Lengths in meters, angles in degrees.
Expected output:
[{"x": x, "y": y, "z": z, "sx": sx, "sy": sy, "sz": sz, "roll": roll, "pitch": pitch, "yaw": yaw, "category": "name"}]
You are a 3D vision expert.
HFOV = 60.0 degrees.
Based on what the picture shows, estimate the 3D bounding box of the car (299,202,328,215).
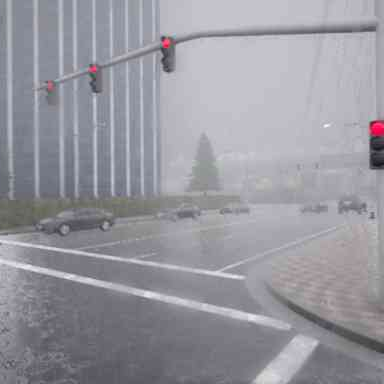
[{"x": 13.176, "y": 1.708, "z": 35.776, "sx": 1.895, "sy": 1.301, "sz": 4.718, "roll": -1, "pitch": 0, "yaw": 36, "category": "car"}]

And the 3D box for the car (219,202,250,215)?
[{"x": 4.668, "y": 1.768, "z": 36.247, "sx": 1.994, "sy": 1.385, "sz": 4.181, "roll": -1, "pitch": 0, "yaw": 35, "category": "car"}]

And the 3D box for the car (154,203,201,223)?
[{"x": -1.163, "y": 1.702, "z": 28.181, "sx": 2.128, "sy": 1.511, "sz": 4.902, "roll": -1, "pitch": 0, "yaw": 36, "category": "car"}]

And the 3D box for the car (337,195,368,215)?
[{"x": 16.909, "y": 1.282, "z": 34.979, "sx": 2.150, "sy": 2.045, "sz": 5.566, "roll": -1, "pitch": -1, "yaw": 36, "category": "car"}]

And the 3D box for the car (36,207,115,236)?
[{"x": -6.925, "y": 1.722, "z": 20.189, "sx": 1.837, "sy": 1.490, "sz": 4.892, "roll": -1, "pitch": 0, "yaw": 36, "category": "car"}]
